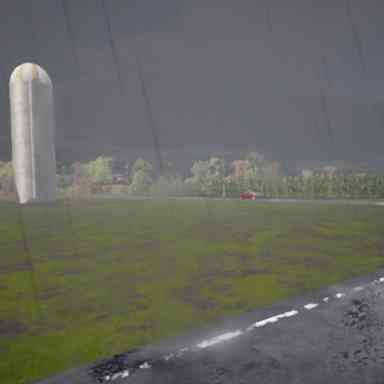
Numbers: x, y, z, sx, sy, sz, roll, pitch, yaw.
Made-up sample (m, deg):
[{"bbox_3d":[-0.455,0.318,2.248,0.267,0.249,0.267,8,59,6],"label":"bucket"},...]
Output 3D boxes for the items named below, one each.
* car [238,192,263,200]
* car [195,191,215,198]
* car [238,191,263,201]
[{"bbox_3d":[10.760,0.645,61.486,1.994,1.385,4.181,-3,1,-35],"label":"car"},{"bbox_3d":[2.793,0.504,72.369,2.033,1.411,5.357,-3,1,-36],"label":"car"},{"bbox_3d":[10.064,0.652,57.611,1.882,1.535,5.008,-3,1,-35],"label":"car"}]
